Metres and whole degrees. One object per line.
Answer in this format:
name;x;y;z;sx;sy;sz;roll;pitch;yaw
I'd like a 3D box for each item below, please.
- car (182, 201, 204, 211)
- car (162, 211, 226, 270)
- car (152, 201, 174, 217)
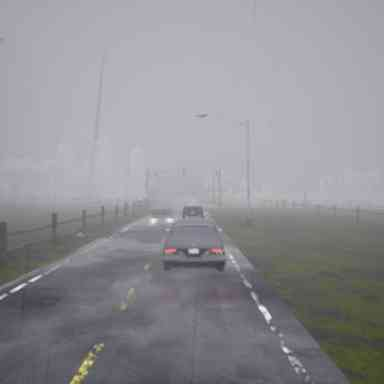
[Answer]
car;0.090;1.612;31.175;1.882;1.535;5.008;0;0;0
car;0.064;1.595;11.133;2.033;1.411;5.357;0;0;0
car;-2.834;1.619;32.958;1.882;1.535;5.008;0;0;0
